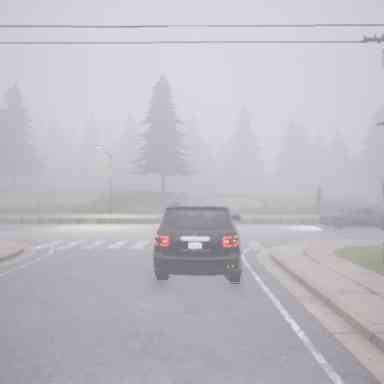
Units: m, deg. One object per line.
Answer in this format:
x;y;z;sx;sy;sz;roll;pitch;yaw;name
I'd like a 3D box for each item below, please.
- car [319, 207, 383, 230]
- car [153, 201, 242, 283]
10.575;1.683;21.821;4.181;1.385;1.994;0;0;1;car
0.290;1.279;10.046;2.150;2.045;5.566;0;0;5;car
